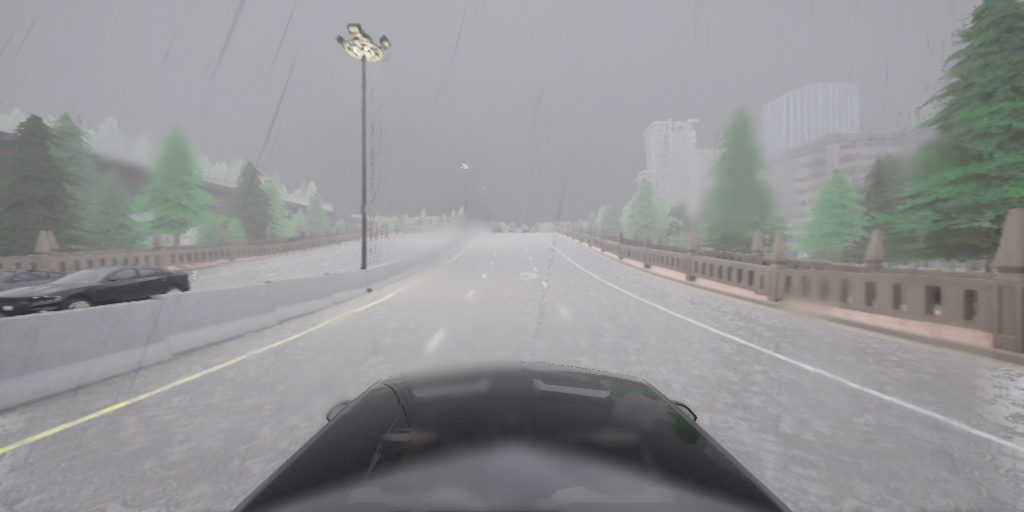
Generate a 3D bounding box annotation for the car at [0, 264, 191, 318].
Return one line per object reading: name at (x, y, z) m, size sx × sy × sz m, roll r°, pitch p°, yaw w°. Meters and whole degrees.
car at (-13.999, 1.091, 12.445) m, size 1.882 × 1.535 × 5.008 m, roll 0°, pitch 2°, yaw 0°

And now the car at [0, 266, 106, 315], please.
car at (-17.499, 1.177, 12.447) m, size 1.994 × 1.385 × 4.181 m, roll 0°, pitch 2°, yaw 0°
